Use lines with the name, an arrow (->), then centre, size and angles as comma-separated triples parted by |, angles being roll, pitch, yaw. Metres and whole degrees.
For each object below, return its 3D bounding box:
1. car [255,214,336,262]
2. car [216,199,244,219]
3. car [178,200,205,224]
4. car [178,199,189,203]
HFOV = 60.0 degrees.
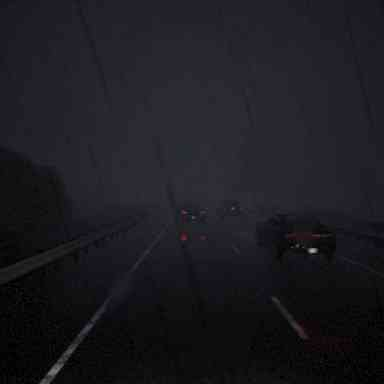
car -> 3.617, 1.547, 12.384 | 2.128, 1.511, 4.902 | 0, 0, 0
car -> 3.412, 1.488, 30.570 | 2.097, 1.767, 4.553 | 0, 0, -2
car -> 0.042, 1.642, 26.031 | 1.812, 1.442, 4.674 | 0, 0, -1
car -> -0.746, 1.691, 41.882 | 1.837, 1.490, 4.892 | 0, 0, -4
